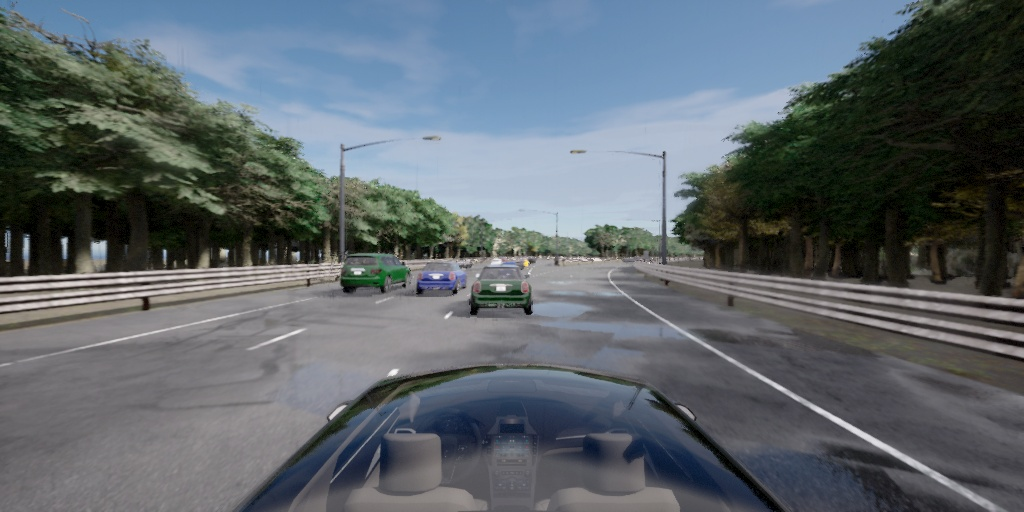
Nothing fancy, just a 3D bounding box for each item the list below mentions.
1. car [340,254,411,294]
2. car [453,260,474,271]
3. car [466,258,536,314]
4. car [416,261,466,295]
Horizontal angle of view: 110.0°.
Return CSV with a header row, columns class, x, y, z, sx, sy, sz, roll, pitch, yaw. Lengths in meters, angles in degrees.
class,x,y,z,sx,sy,sz,roll,pitch,yaw
car,-7.362,0.911,19.871,2.150,2.045,5.566,0,0,1
car,-6.385,1.253,47.884,1.895,1.301,4.718,0,0,4
car,-0.369,1.094,13.887,2.097,1.767,4.553,0,0,0
car,-3.747,1.073,19.889,2.097,1.767,4.553,0,0,0
